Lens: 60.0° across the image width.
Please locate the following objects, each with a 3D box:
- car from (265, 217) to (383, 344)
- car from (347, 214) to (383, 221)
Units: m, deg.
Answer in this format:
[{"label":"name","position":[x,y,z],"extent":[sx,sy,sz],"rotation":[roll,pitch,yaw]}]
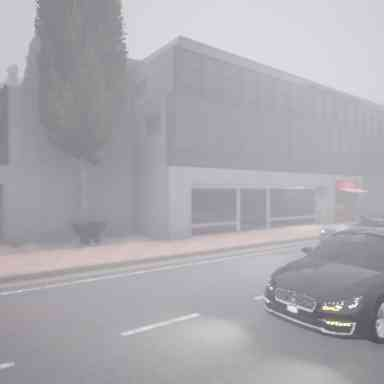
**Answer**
[{"label":"car","position":[3.508,1.493,6.463],"extent":[4.892,1.490,1.837],"rotation":[-1,1,-35]},{"label":"car","position":[7.172,1.582,13.399],"extent":[4.718,1.301,1.895],"rotation":[0,0,-35]}]
